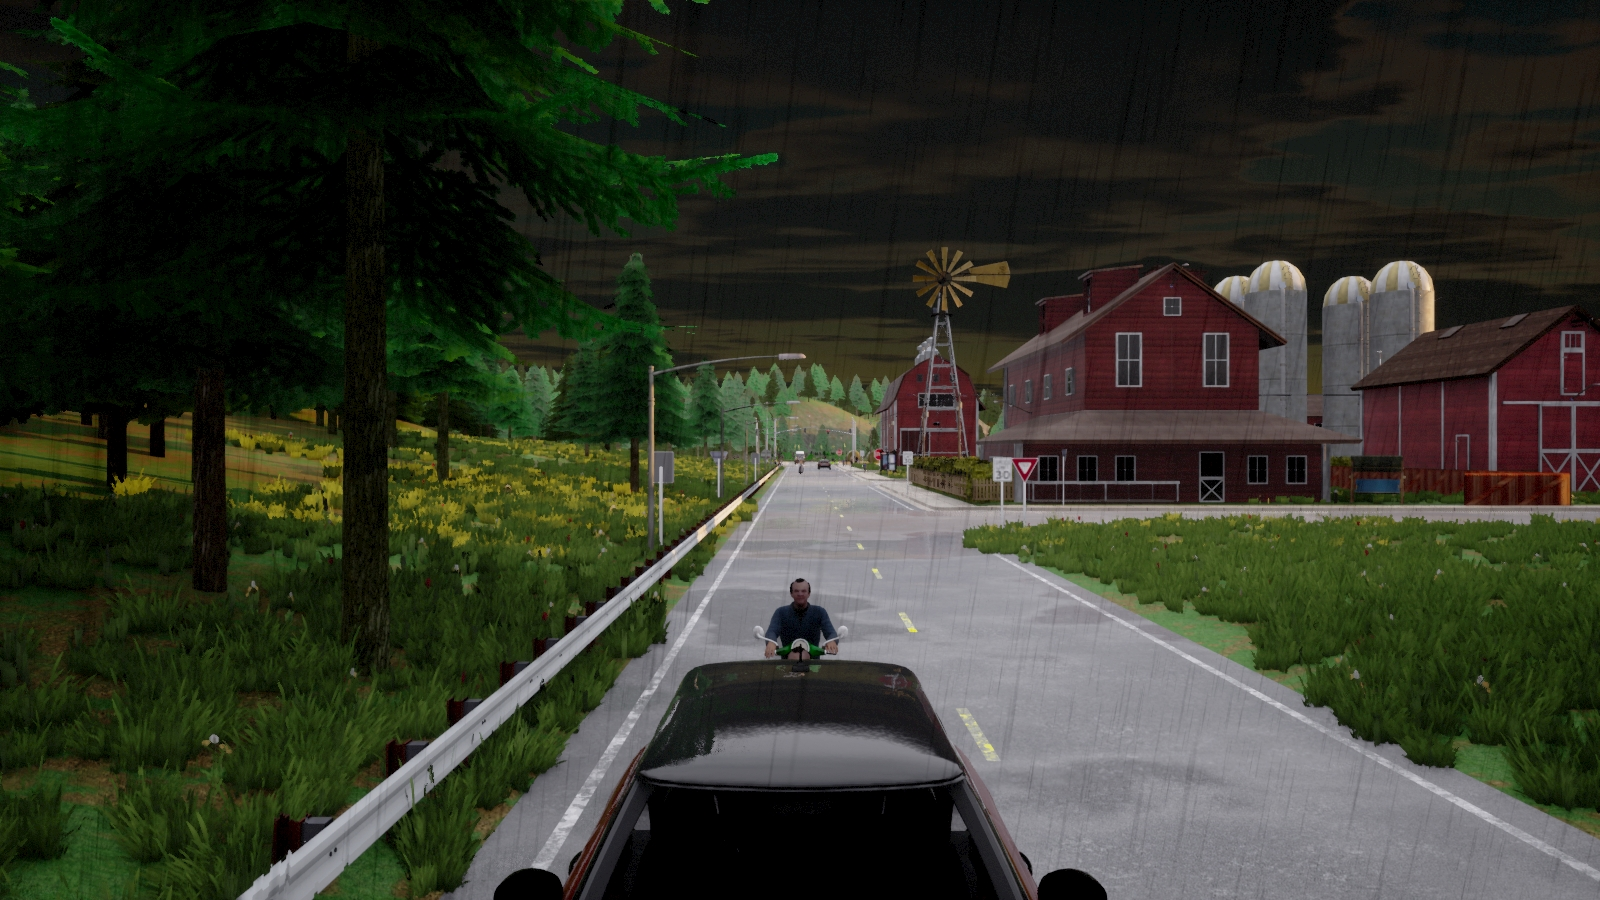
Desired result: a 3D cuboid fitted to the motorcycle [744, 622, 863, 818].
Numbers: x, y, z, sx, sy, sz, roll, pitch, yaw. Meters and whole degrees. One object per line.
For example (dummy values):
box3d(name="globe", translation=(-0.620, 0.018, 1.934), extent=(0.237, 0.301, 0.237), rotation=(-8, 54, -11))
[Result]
box3d(name="motorcycle", translation=(0.024, 2.229, 9.842), extent=(0.867, 1.251, 2.209), rotation=(-2, -3, 0))

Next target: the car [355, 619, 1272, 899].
box3d(name="car", translation=(0.032, 1.899, 4.503), extent=(2.097, 1.767, 4.553), rotation=(0, 0, 0))
